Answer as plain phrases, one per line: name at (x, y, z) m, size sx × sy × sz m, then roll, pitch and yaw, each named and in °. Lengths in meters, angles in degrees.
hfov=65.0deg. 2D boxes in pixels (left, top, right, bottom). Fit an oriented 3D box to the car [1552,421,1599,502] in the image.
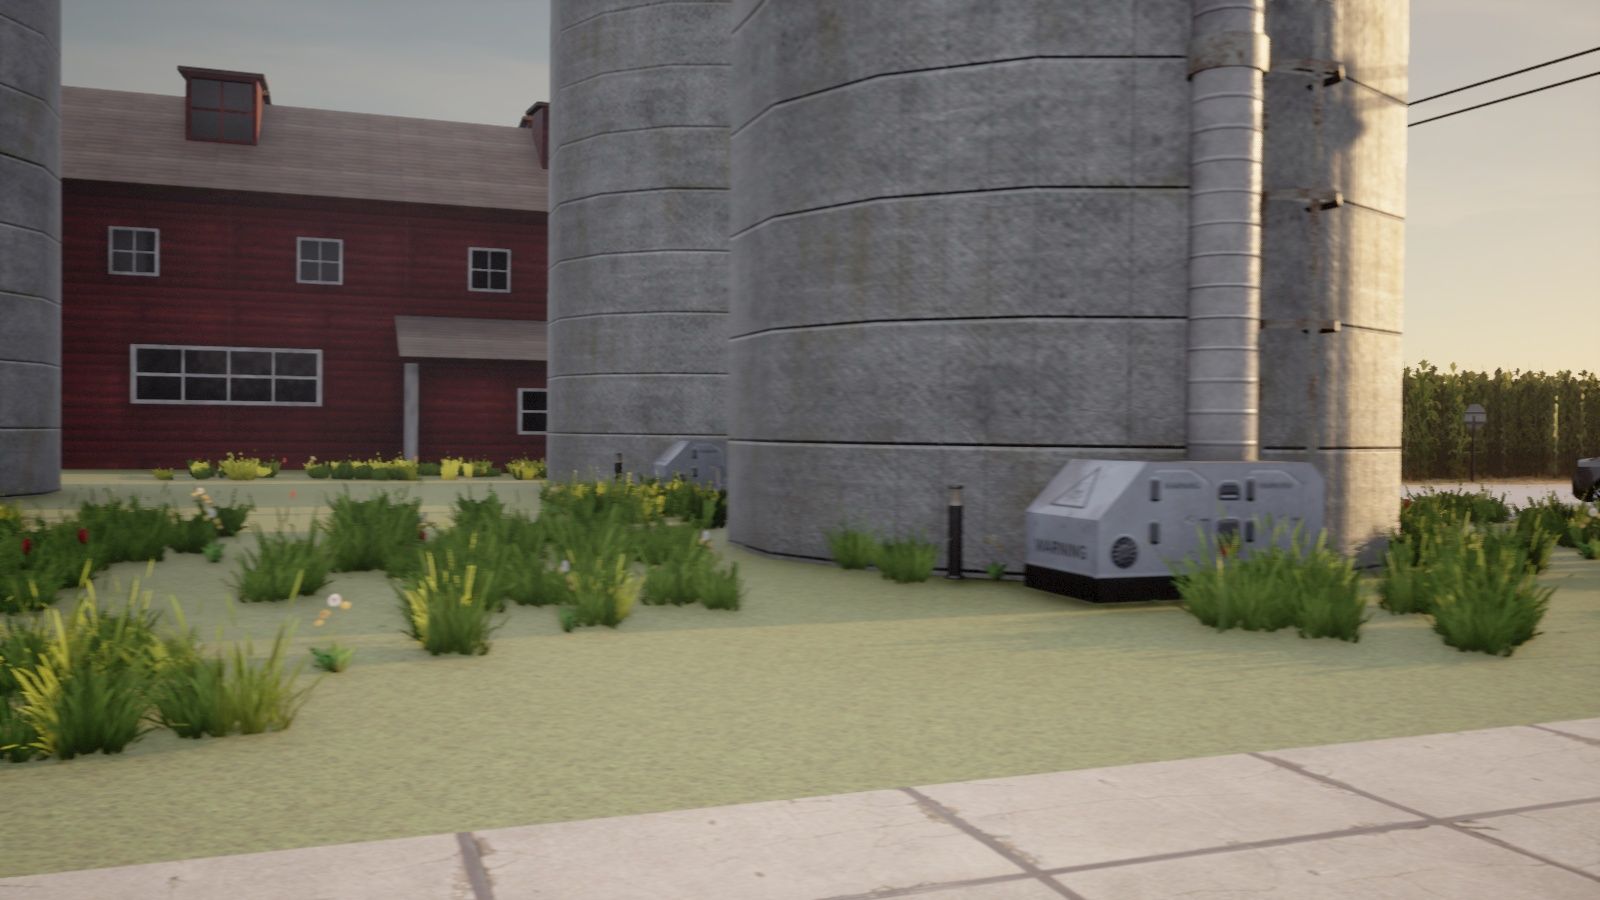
car at (16.437, 0.211, 22.462) m, size 2.128 × 1.511 × 4.902 m, roll -1°, pitch 1°, yaw -19°
